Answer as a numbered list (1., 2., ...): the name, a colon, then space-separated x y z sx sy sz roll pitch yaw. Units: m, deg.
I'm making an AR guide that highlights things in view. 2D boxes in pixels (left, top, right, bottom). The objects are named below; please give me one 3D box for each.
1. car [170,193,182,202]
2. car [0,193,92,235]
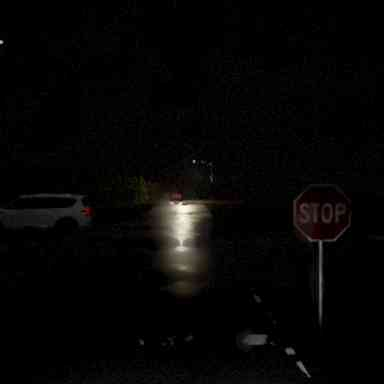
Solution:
1. car: -2.836 0.979 60.461 1.882 1.535 5.008 0 1 0
2. car: -7.908 1.106 16.733 5.566 2.045 2.150 1 3 -20
